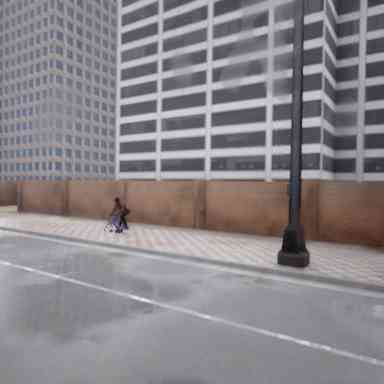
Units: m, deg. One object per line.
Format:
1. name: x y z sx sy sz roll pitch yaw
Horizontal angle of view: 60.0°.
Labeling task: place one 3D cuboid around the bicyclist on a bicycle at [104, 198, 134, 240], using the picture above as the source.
1. bicyclist on a bicycle: -2.880 1.049 13.287 0.582 1.620 1.656 2 1 33
